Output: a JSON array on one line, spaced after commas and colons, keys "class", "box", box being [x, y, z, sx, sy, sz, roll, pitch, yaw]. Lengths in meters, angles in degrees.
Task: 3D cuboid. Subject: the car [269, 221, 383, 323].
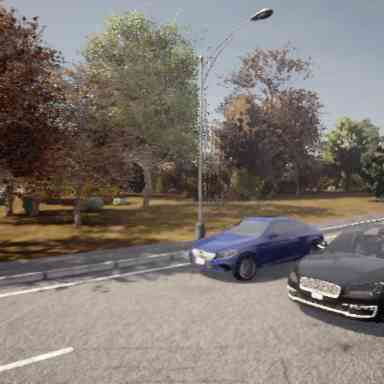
[{"class": "car", "box": [4.028, 1.422, 6.933, 4.892, 1.490, 1.837, -1, 0, -36]}]

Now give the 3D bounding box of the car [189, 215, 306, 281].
[{"class": "car", "box": [2.092, 1.455, 9.853, 4.674, 1.442, 1.812, -1, 1, -36]}]
